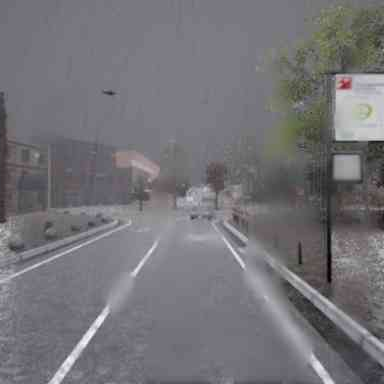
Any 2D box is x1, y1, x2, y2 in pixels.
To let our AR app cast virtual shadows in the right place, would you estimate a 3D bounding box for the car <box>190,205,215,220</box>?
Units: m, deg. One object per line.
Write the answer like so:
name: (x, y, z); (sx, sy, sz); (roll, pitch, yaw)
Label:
car: (1.109, 1.924, 31.657); (1.895, 1.301, 4.718); (0, 0, 10)
